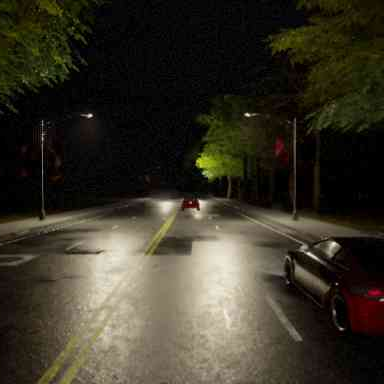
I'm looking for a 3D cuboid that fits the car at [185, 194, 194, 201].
[{"bbox_3d":[-0.557,1.218,73.420,2.033,1.411,5.357,0,0,-1],"label":"car"}]

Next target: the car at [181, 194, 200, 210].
[{"bbox_3d":[-0.180,1.243,40.235,2.097,1.767,4.553,0,0,0],"label":"car"}]

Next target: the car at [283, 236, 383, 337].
[{"bbox_3d":[3.244,1.563,6.656,1.994,1.385,4.181,0,0,0],"label":"car"}]

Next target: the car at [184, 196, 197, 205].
[{"bbox_3d":[-0.221,1.348,55.259,2.033,1.411,5.357,0,0,-1],"label":"car"}]
